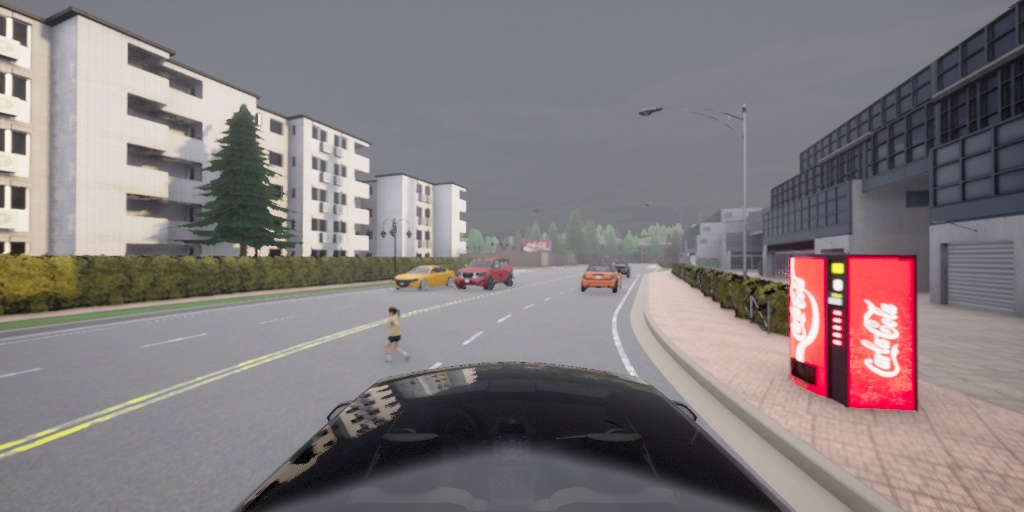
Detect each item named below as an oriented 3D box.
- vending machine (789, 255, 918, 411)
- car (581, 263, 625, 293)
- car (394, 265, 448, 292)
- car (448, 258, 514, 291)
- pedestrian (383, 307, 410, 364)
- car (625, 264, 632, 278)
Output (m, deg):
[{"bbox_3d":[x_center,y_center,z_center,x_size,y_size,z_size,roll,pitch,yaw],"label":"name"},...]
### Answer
[{"bbox_3d":[4.568,0.972,4.904,1.100,2.100,0.880,0,0,7],"label":"vending machine"},{"bbox_3d":[5.712,1.251,22.606,2.097,1.767,4.553,0,0,20],"label":"car"},{"bbox_3d":[-5.541,1.370,23.256,1.882,1.535,5.008,0,0,21],"label":"car"},{"bbox_3d":[-1.662,1.120,23.633,2.150,2.045,5.566,0,0,21],"label":"car"},{"bbox_3d":[-2.170,1.456,6.736,0.500,1.100,0.500,0,0,8],"label":"pedestrian"},{"bbox_3d":[11.777,1.520,38.634,1.837,1.490,4.892,0,0,21],"label":"car"}]
